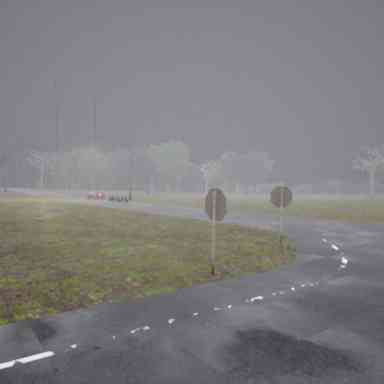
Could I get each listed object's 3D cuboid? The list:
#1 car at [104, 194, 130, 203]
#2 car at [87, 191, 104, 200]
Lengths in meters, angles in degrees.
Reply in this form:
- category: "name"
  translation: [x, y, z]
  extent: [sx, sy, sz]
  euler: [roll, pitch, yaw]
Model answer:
- category: "car"
  translation: [-11.485, 0.963, 51.539]
  extent: [1.895, 1.301, 4.718]
  euler: [2, 0, -35]
- category: "car"
  translation: [-17.244, 0.521, 59.676]
  extent: [2.097, 1.767, 4.553]
  euler: [2, 0, -35]
